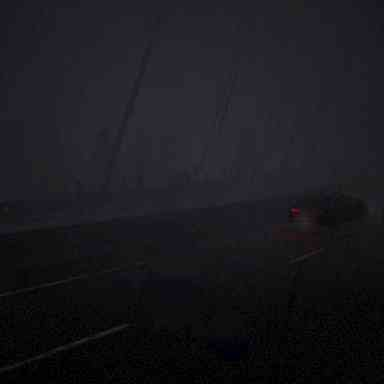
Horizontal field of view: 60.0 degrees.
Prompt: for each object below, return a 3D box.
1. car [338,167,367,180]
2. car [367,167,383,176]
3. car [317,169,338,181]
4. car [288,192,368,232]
[{"bbox_3d":[22.030,-2.529,44.833,4.892,1.490,1.837,-8,5,-43],"label":"car"},{"bbox_3d":[24.386,-2.501,42.245,4.181,1.385,1.994,-8,5,-43],"label":"car"},{"bbox_3d":[19.501,-2.453,47.254,4.674,1.442,1.812,-8,5,-43],"label":"car"},{"bbox_3d":[6.149,0.732,14.812,4.902,1.511,2.128,-7,4,-43],"label":"car"}]
